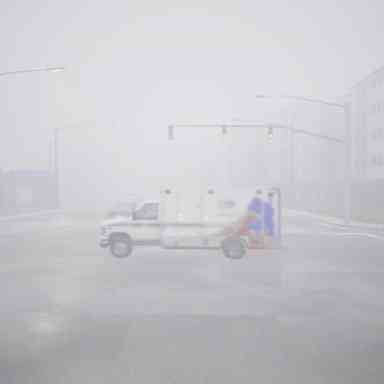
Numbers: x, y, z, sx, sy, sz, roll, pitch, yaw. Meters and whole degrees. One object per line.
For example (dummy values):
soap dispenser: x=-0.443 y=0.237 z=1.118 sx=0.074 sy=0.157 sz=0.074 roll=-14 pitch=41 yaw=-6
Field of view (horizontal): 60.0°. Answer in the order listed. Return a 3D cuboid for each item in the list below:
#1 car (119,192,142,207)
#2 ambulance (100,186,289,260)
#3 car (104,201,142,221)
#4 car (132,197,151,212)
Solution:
car: x=-10.009 y=1.129 z=53.524 sx=2.150 sy=2.045 sz=5.566 roll=0 pitch=1 yaw=-27
ambulance: x=0.019 y=1.022 z=11.977 sx=6.366 sy=2.431 sz=2.351 roll=0 pitch=0 yaw=0
car: x=-5.698 y=1.527 z=28.369 sx=2.033 sy=1.411 sz=5.357 roll=0 pitch=0 yaw=1
car: x=-6.075 y=1.442 z=39.970 sx=2.128 sy=1.511 sz=4.902 roll=0 pitch=0 yaw=-8
